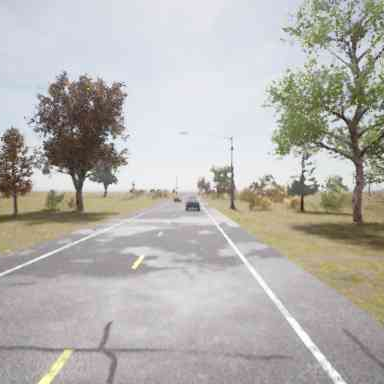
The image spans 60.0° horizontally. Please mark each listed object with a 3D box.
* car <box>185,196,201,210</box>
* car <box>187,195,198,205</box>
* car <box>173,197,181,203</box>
[{"bbox_3d":[0.108,1.619,43.998,1.837,1.490,4.892,0,0,0],"label":"car"},{"bbox_3d":[0.110,1.511,62.244,2.097,1.767,4.553,0,0,0],"label":"car"},{"bbox_3d":[-3.487,1.791,78.164,1.895,1.301,4.718,0,0,0],"label":"car"}]
